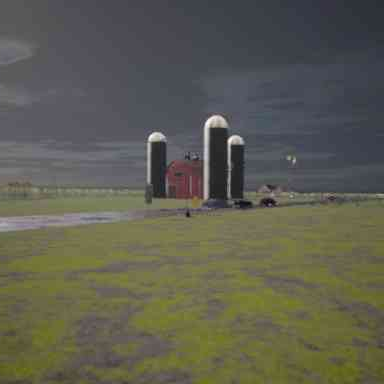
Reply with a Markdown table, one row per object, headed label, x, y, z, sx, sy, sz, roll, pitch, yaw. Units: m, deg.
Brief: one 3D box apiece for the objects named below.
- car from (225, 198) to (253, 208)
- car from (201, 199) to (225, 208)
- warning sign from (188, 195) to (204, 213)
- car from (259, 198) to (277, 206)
| label | x | y | z | sx | sy | sz | roll | pitch | yaw |
| --- | --- | --- | --- | --- | --- | --- | --- | --- | --- |
| car | 7.700 | 1.718 | 51.489 | 2.128 | 1.511 | 4.902 | 1 | 0 | 36 |
| car | 3.625 | 1.726 | 52.000 | 2.033 | 1.411 | 5.357 | 1 | 0 | 36 |
| warning sign | 0.412 | 1.286 | 35.321 | 1.300 | 1.860 | 1.060 | 1 | 1 | 36 |
| car | 13.731 | 1.795 | 59.954 | 1.837 | 1.490 | 4.892 | 1 | 0 | 36 |
